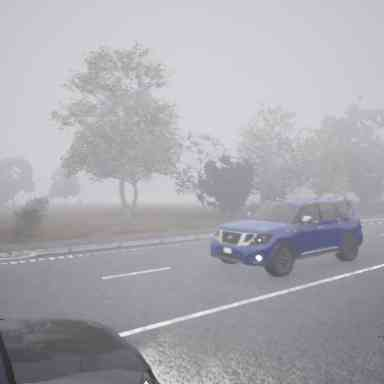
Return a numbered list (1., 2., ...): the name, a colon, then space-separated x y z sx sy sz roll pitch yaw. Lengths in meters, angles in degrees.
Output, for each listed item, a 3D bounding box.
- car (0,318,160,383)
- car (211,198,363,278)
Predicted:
1. car: -2.230 1.564 2.156 4.181 1.385 1.994 0 0 -35
2. car: 3.206 1.221 10.578 5.566 2.045 2.150 0 0 -35
